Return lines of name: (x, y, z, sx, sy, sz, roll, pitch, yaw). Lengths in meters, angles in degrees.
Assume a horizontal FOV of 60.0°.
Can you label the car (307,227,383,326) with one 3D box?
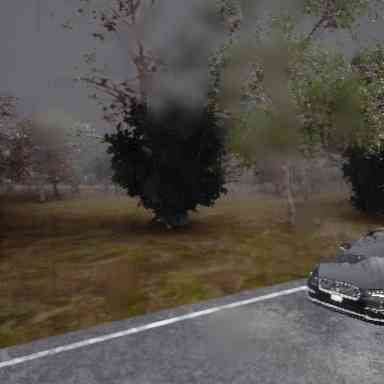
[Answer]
car: (4.413, 1.466, 6.695, 4.892, 1.490, 1.837, 0, 0, -32)
